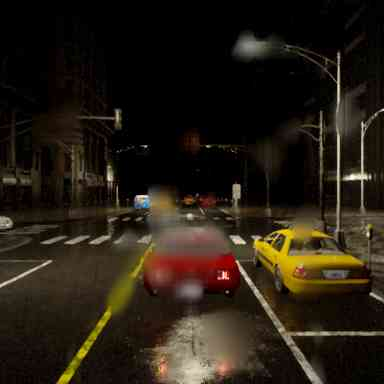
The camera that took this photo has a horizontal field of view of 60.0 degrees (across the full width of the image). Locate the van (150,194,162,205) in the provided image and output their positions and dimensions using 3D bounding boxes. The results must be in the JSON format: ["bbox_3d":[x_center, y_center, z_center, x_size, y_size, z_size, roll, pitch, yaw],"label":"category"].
[{"bbox_3d":[-6.259,1.342,57.521,1.690,1.788,3.998,0,0,0],"label":"van"}]

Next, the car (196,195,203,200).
[{"bbox_3d":[2.003,1.569,90.728,2.008,1.369,4.403,0,0,0],"label":"car"}]

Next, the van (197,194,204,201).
[{"bbox_3d":[2.051,1.356,85.202,1.690,1.788,3.998,0,0,0],"label":"van"}]

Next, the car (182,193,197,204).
[{"bbox_3d":[-0.552,1.483,65.797,1.882,1.535,5.008,0,0,0],"label":"car"}]

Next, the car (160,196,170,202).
[{"bbox_3d":[-6.442,1.563,79.620,2.008,1.369,4.403,0,0,0],"label":"car"}]

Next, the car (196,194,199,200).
[{"bbox_3d":[2.243,1.529,63.271,1.752,1.417,4.829,0,0,0],"label":"car"}]

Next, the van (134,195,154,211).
[{"bbox_3d":[-6.120,1.336,40.947,1.690,1.788,3.998,0,0,0],"label":"van"}]

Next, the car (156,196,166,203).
[{"bbox_3d":[-6.350,1.588,68.570,1.802,1.307,4.206,0,0,0],"label":"car"}]

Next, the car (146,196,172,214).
[{"bbox_3d":[-3.386,1.471,35.306,1.882,1.535,5.008,0,0,-2],"label":"car"}]

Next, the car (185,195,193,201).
[{"bbox_3d":[-0.640,1.455,76.245,1.895,1.301,4.718,0,0,0],"label":"car"}]

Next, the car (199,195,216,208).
[{"bbox_3d":[2.389,1.541,46.526,1.887,1.381,4.507,0,0,0],"label":"car"}]

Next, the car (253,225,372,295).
[{"bbox_3d":[2.702,1.522,8.604,1.752,1.417,4.829,0,0,0],"label":"car"}]

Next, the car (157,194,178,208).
[{"bbox_3d":[-3.492,1.489,48.067,2.128,1.511,4.902,0,0,0],"label":"car"}]

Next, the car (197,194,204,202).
[{"bbox_3d":[2.293,1.545,57.576,1.887,1.381,4.507,0,0,0],"label":"car"}]

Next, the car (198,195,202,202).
[{"bbox_3d":[2.341,1.543,52.051,1.887,1.381,4.507,0,0,0],"label":"car"}]

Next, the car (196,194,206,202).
[{"bbox_3d":[2.099,1.327,79.677,2.192,1.841,5.009,0,0,0],"label":"car"}]

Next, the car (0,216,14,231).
[{"bbox_3d":[-13.142,1.724,19.792,4.674,1.442,1.812,-1,0,4],"label":"car"}]

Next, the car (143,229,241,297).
[{"bbox_3d":[-0.007,1.598,8.542,1.895,1.301,4.718,0,0,0],"label":"car"}]

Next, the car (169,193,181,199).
[{"bbox_3d":[-3.576,1.508,62.603,1.837,1.490,4.892,0,0,0],"label":"car"}]
